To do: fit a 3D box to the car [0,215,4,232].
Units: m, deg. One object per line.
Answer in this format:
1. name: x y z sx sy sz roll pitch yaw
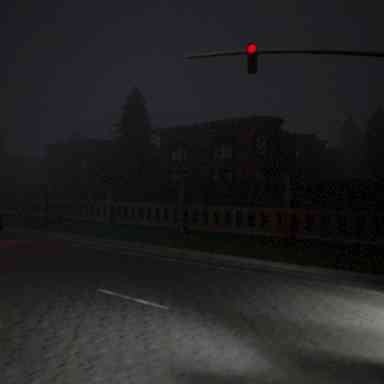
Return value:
1. car: -11.063 1.379 16.182 4.902 1.511 2.128 0 0 35
